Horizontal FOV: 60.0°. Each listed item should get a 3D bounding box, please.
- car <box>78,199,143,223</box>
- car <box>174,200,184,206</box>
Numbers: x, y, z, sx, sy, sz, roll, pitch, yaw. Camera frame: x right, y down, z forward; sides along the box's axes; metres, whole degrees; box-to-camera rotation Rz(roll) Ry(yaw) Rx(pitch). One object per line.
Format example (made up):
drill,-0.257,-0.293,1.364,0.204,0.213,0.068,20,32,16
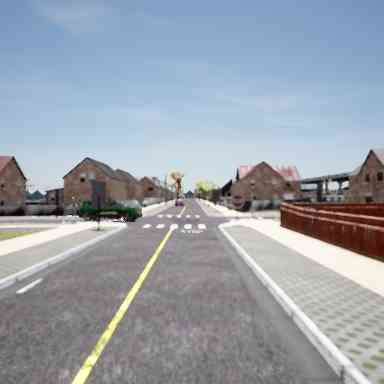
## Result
car,-7.256,1.661,29.745,5.566,2.045,2.150,0,-1,1
car,-2.772,2.458,73.082,1.994,1.385,4.181,0,-1,0
